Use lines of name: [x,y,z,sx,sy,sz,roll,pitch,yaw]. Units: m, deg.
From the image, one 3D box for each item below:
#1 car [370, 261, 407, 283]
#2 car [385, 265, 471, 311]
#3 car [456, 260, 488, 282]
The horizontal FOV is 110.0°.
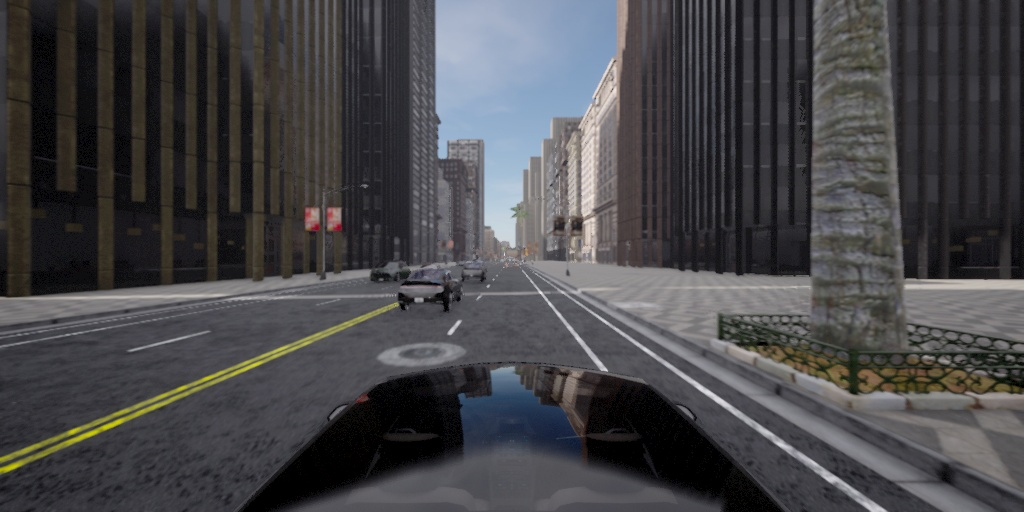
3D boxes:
car: [-9.844,1.200,29.253,2.097,1.767,4.553,0,0,0]
car: [-3.153,1.286,14.595,2.128,1.511,4.902,0,0,0]
car: [-3.149,1.344,30.534,2.128,1.511,4.902,0,0,0]
